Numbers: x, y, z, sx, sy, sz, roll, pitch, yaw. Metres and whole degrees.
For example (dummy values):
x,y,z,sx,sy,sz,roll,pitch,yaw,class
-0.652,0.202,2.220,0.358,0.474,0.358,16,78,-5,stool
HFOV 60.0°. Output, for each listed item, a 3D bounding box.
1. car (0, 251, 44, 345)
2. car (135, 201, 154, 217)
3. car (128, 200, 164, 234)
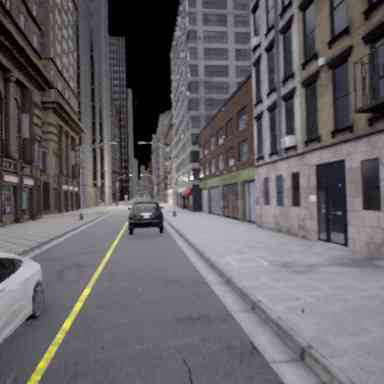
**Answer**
x,y,z,sx,sy,sz,roll,pitch,yaw,class
-3.610,1.683,4.901,1.812,1.442,4.674,-1,-1,-8,car
-5.820,1.979,40.804,2.097,1.767,4.553,-1,-1,-8,car
-3.062,1.568,22.142,2.150,2.045,5.566,-1,0,-8,car
